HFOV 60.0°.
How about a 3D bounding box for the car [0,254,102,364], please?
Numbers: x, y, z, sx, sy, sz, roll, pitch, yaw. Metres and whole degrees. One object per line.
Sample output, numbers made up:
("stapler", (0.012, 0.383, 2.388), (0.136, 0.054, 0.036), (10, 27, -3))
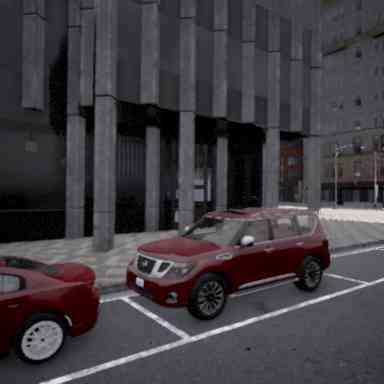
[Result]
("car", (-3.479, 1.544, 4.275), (4.507, 1.381, 1.887), (0, 0, -35))

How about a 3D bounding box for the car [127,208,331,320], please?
("car", (1.103, 1.333, 7.539), (5.009, 1.841, 2.192), (0, 0, -35))
